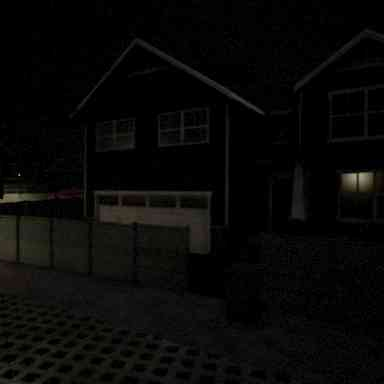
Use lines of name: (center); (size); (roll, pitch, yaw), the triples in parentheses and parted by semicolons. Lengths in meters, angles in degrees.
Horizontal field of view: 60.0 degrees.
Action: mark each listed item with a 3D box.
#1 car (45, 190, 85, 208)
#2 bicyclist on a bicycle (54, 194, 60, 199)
car: (-13.204, 0.802, 35.836); (2.150, 2.045, 5.566); (0, 1, 23)
bicyclist on a bicycle: (-10.849, 1.025, 26.686); (1.656, 1.620, 0.582); (0, 1, 25)
